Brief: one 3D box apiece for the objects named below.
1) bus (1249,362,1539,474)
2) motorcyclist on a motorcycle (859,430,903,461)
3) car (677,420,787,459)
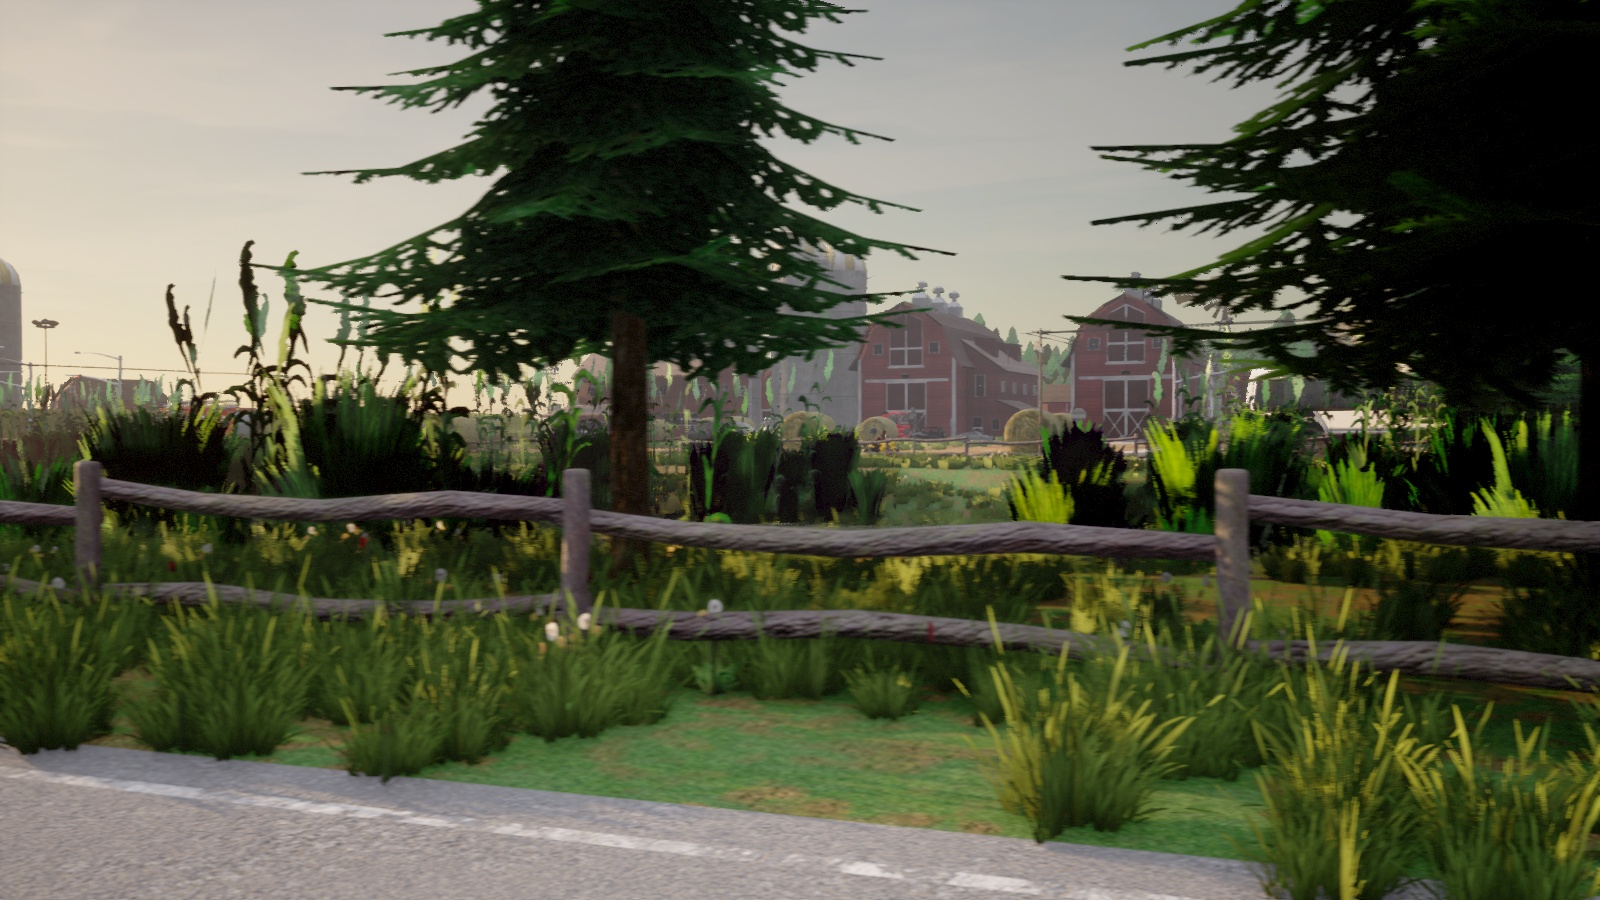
[{"bbox_3d":[24.710,-1.332,52.722,10.273,4.253,3.944,1,2,42],"label":"bus"},{"bbox_3d":[4.079,-0.224,63.452,2.044,1.523,0.797,1,1,28],"label":"motorcyclist on a motorcycle"},{"bbox_3d":[-3.662,-0.582,67.547,5.566,2.045,2.150,1,1,28],"label":"car"}]
